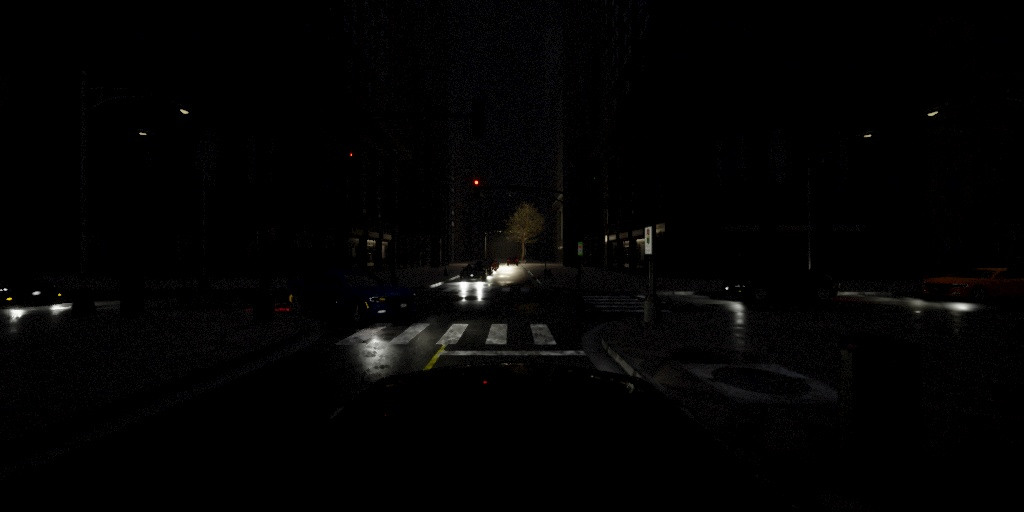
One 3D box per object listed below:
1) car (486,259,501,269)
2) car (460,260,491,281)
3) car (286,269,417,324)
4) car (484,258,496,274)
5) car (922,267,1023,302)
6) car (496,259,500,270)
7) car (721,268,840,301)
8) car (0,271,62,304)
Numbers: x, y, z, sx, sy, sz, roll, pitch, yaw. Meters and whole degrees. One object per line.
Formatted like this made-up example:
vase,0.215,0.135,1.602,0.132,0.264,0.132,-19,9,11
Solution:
car,-3.032,1.260,58.541,2.128,1.511,4.902,0,0,0
car,-3.092,1.310,29.564,1.994,1.385,4.181,0,0,0
car,-5.428,1.214,12.016,5.008,1.535,1.882,0,-1,29
car,-3.089,1.226,38.634,1.882,1.535,5.008,0,0,0
car,22.545,1.298,16.960,5.008,1.535,1.882,0,0,0
car,-3.075,1.109,48.280,2.097,1.767,4.553,0,0,0
car,12.590,1.295,16.969,4.892,1.490,1.837,0,0,0
car,-20.277,1.246,13.792,4.181,1.385,1.994,0,0,0
